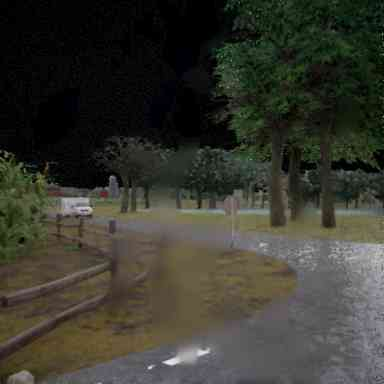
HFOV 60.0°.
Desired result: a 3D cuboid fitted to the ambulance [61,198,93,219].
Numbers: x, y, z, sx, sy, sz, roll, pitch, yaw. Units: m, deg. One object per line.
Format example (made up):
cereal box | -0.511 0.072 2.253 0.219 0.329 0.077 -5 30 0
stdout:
ambulance | -14.189 1.987 41.181 2.351 2.431 6.366 2 -2 -35
